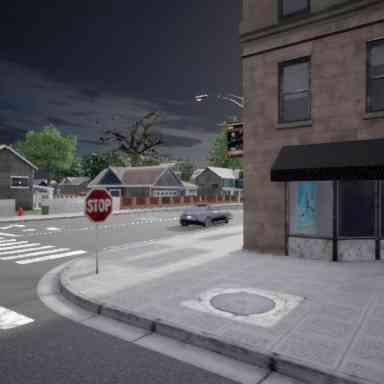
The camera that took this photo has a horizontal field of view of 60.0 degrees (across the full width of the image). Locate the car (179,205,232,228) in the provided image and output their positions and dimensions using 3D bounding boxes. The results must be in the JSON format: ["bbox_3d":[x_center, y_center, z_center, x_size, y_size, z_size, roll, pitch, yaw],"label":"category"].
[{"bbox_3d":[1.003,1.525,22.057,1.994,1.385,4.181,0,0,36],"label":"car"}]
